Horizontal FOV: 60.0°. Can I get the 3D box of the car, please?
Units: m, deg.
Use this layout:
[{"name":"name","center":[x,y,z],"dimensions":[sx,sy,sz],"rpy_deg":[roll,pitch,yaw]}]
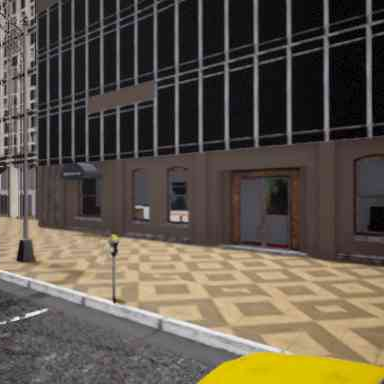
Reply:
[{"name":"car","center":[1.943,1.527,1.493],"dimensions":[4.829,1.417,1.752],"rpy_deg":[0,0,36]}]
